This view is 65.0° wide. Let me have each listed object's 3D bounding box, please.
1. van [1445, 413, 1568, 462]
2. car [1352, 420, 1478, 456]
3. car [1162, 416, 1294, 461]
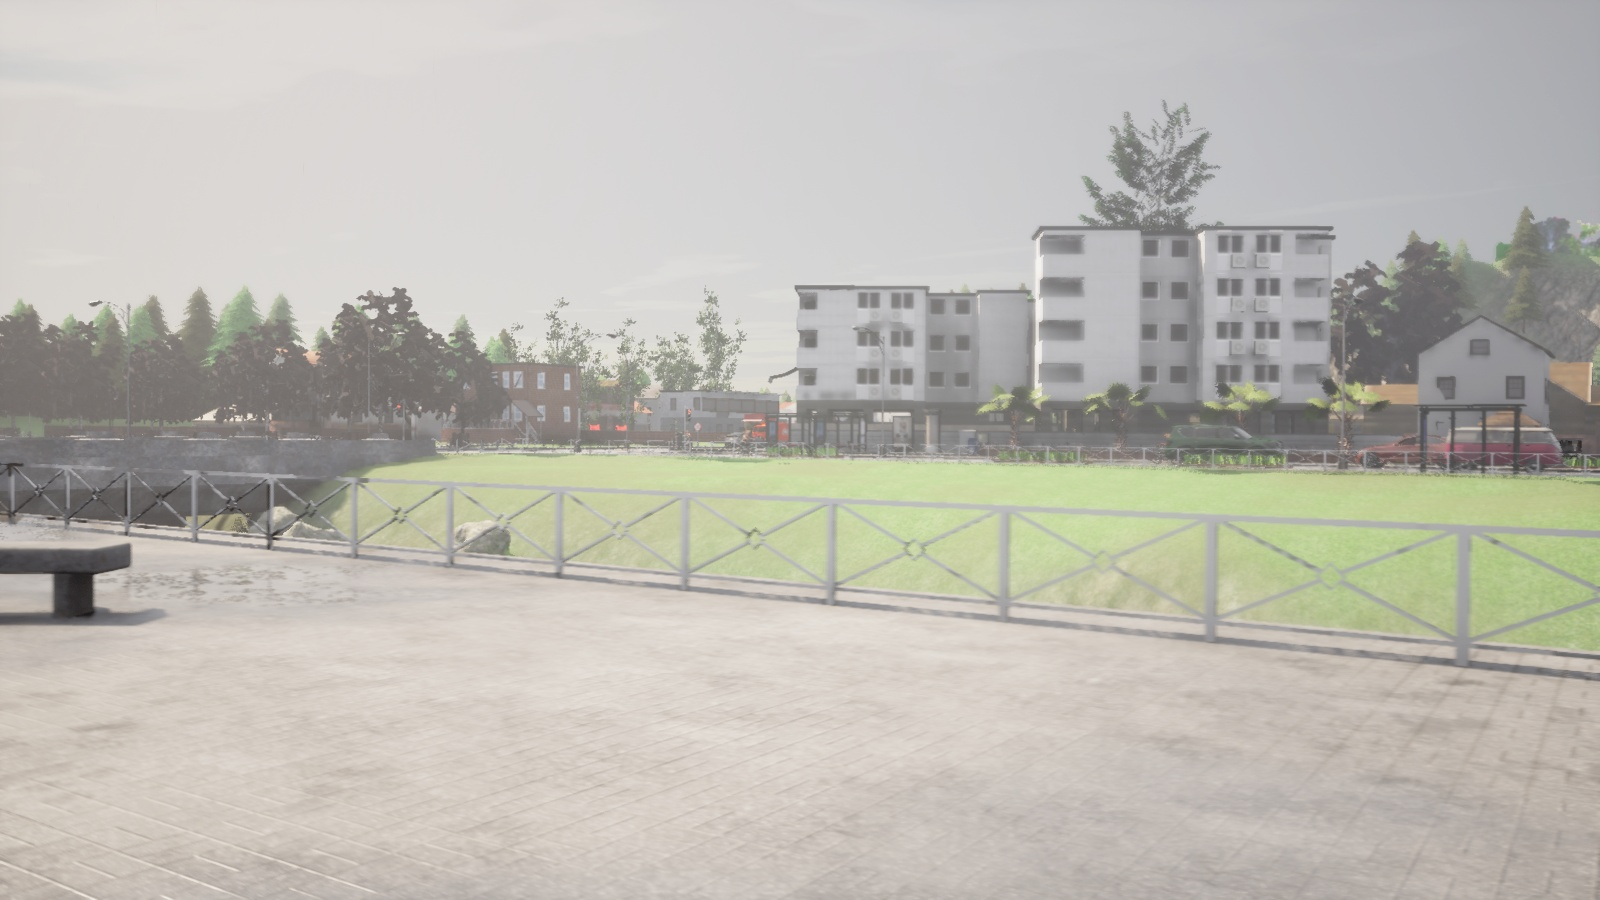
[{"bbox_3d":[30.077,-0.518,53.521,4.442,1.987,1.775,0,1,34],"label":"van"},{"bbox_3d":[28.904,-0.559,59.072,5.027,1.651,2.152,0,1,34],"label":"car"},{"bbox_3d":[20.393,-0.550,59.935,5.566,2.045,2.150,0,1,34],"label":"car"}]
